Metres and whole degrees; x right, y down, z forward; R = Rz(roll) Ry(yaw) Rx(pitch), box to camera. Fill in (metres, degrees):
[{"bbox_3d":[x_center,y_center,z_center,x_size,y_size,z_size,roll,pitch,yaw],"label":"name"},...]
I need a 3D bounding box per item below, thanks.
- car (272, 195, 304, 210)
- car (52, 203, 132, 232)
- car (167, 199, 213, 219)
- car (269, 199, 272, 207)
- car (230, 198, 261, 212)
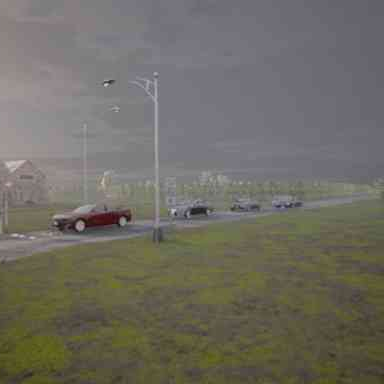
[{"bbox_3d":[11.276,1.303,38.235,1.895,1.301,4.718,-1,0,36],"label":"car"},{"bbox_3d":[-5.879,1.427,19.976,1.882,1.535,5.008,-1,0,36],"label":"car"},{"bbox_3d":[-0.081,1.352,27.824,2.128,1.511,4.902,-1,0,36],"label":"car"},{"bbox_3d":[11.758,1.174,43.783,2.128,1.511,4.902,-1,0,37],"label":"car"},{"bbox_3d":[5.812,1.336,35.783,1.994,1.385,4.181,-1,0,37],"label":"car"}]
